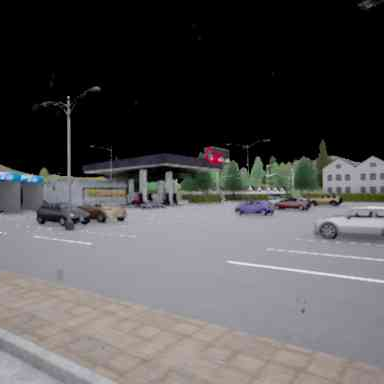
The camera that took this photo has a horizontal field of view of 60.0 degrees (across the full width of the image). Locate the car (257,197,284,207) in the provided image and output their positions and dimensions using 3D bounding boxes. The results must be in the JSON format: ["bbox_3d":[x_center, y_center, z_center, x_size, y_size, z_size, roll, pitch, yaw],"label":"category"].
[{"bbox_3d":[12.726,1.572,53.873,3.806,1.475,1.970,-1,0,36],"label":"car"}]

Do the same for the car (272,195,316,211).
[{"bbox_3d":[11.691,1.432,39.263,4.514,1.523,2.007,-1,0,36],"label":"car"}]

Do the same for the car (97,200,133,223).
[{"bbox_3d":[-7.404,1.546,26.154,5.027,1.636,2.152,-1,0,36],"label":"car"}]

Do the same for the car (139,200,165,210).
[{"bbox_3d":[-5.934,1.907,49.940,1.994,1.385,4.181,-1,0,36],"label":"car"}]

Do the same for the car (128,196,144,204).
[{"bbox_3d":[-14.003,1.922,83.502,1.905,1.878,3.866,-1,0,36],"label":"car"}]

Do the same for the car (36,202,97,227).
[{"bbox_3d":[-9.209,1.555,23.588,4.514,1.523,2.007,-1,0,36],"label":"car"}]

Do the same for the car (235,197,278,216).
[{"bbox_3d":[5.773,1.455,31.211,3.633,1.501,1.845,-1,0,36],"label":"car"}]

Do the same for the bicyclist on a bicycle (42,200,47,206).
[{"bbox_3d":[-14.209,1.608,32.186,1.656,1.620,0.582,-1,-1,36],"label":"bicyclist on a bicycle"}]

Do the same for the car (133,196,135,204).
[{"bbox_3d":[-11.980,2.032,76.661,2.242,1.667,4.611,-1,0,36],"label":"car"}]

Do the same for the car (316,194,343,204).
[{"bbox_3d":[19.599,1.222,48.913,4.605,1.855,1.932,-1,0,36],"label":"car"}]

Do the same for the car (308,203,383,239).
[{"bbox_3d":[7.596,1.409,15.045,3.806,1.475,1.970,-1,0,36],"label":"car"}]
